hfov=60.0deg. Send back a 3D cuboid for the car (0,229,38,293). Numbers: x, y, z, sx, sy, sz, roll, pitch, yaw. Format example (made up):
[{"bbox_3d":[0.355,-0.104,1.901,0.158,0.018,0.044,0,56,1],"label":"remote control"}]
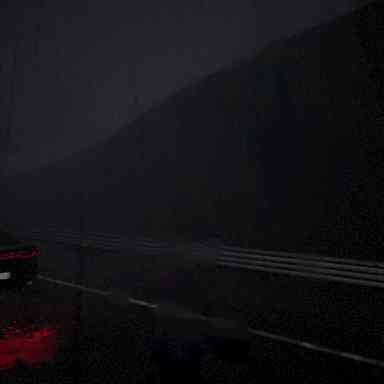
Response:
[{"bbox_3d":[-5.741,1.508,7.995,5.008,1.535,1.882,0,0,35],"label":"car"}]
